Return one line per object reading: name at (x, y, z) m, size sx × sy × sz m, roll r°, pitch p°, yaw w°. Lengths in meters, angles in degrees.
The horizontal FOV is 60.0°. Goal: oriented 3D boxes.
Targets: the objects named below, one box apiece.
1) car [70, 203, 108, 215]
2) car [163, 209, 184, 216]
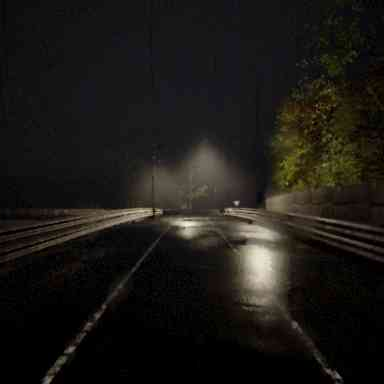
car at (-14.805, 2.708, 48.343) m, size 5.566 × 2.045 × 2.150 m, roll 3°, pitch -4°, yaw -43°
car at (-3.399, 3.709, 60.656) m, size 1.994 × 1.385 × 4.181 m, roll -2°, pitch -4°, yaw 39°
